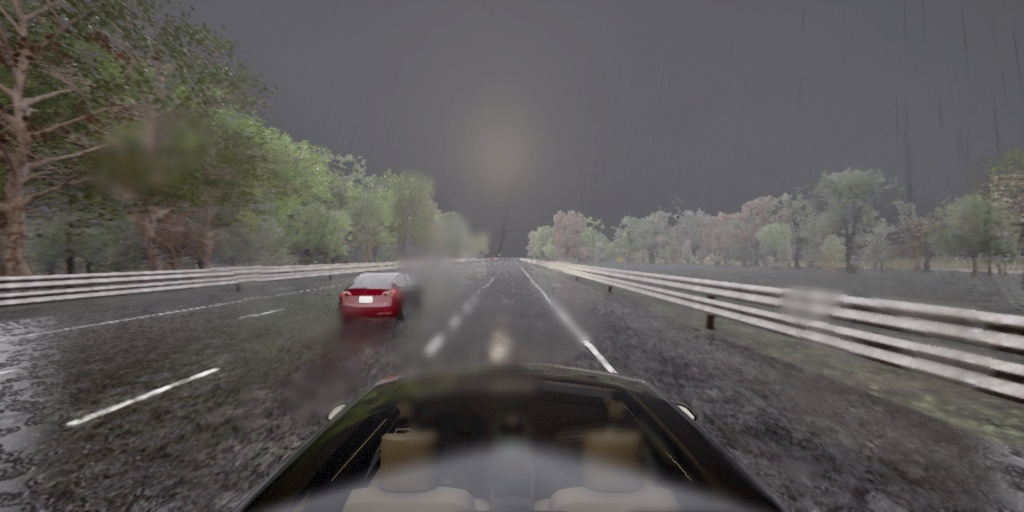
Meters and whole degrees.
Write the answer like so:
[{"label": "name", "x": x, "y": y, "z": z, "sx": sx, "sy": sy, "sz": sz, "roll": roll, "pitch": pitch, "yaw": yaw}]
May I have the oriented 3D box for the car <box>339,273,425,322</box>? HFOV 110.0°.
[{"label": "car", "x": -4.351, "y": 1.298, "z": 12.560, "sx": 2.163, "sy": 1.488, "sz": 4.792, "roll": 0, "pitch": 0, "yaw": -4}]
